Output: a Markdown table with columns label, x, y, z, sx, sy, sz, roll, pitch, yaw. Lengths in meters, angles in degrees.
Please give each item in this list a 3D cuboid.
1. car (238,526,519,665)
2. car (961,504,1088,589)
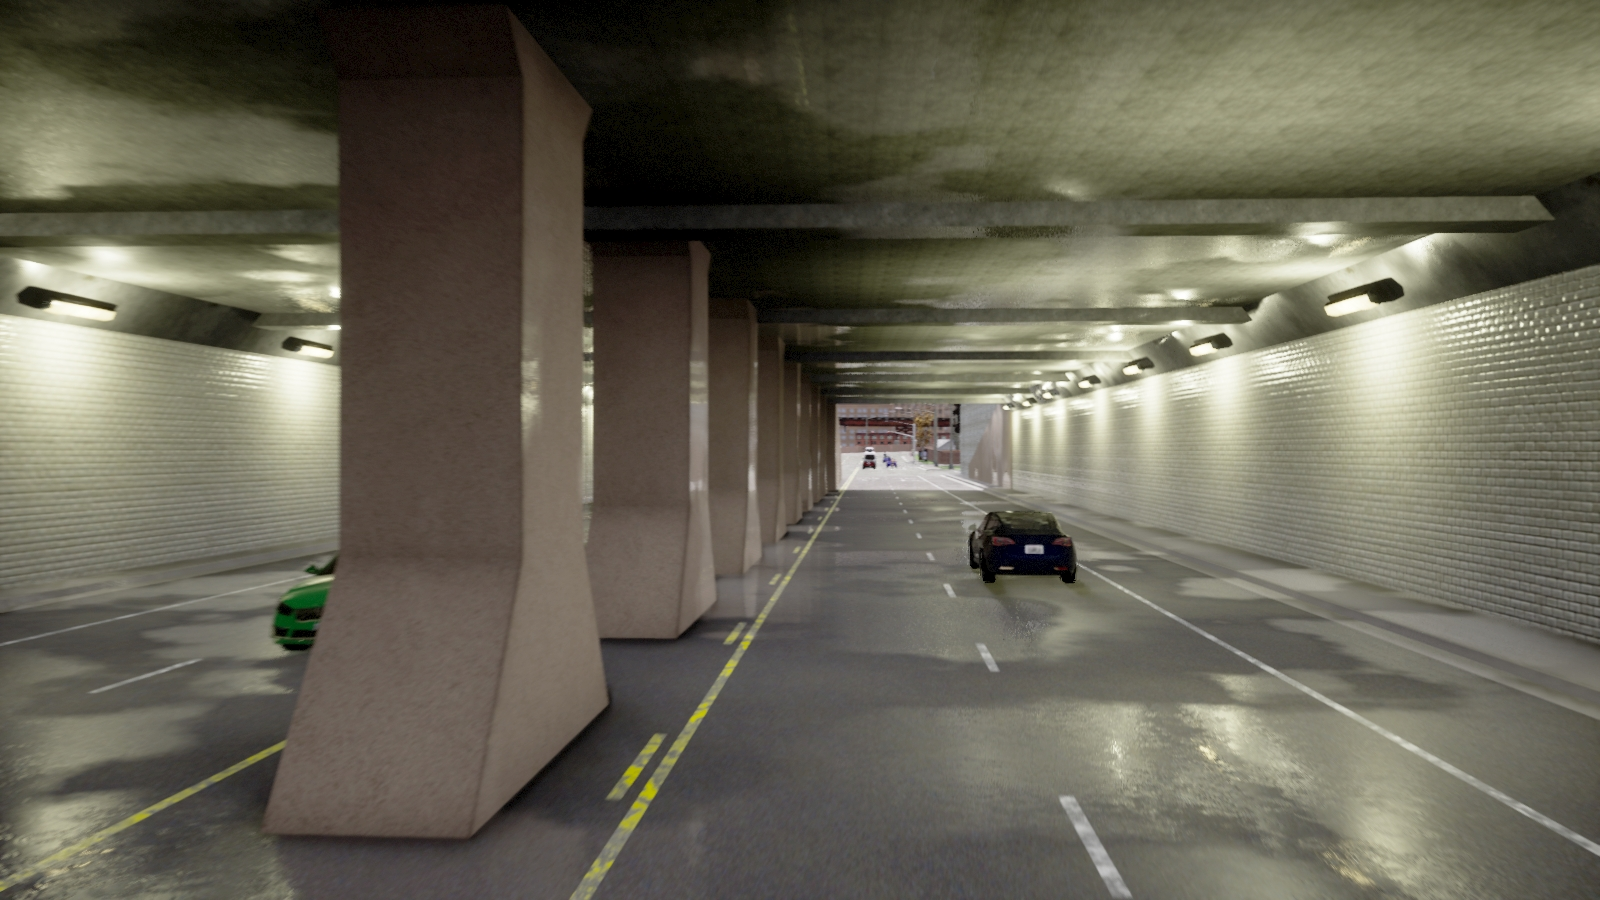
| label | x | y | z | sx | sy | sz | roll | pitch | yaw |
| --- | --- | --- | --- | --- | --- | --- | --- | --- | --- |
| car | -6.115 | 2.058 | 17.384 | 2.231 | 1.480 | 4.892 | 0 | 0 | 4 |
| car | 4.872 | 2.065 | 25.527 | 2.163 | 1.488 | 4.792 | 0 | 0 | 3 |
